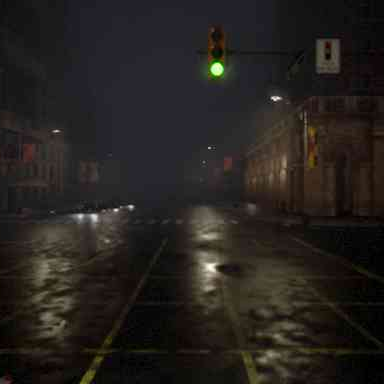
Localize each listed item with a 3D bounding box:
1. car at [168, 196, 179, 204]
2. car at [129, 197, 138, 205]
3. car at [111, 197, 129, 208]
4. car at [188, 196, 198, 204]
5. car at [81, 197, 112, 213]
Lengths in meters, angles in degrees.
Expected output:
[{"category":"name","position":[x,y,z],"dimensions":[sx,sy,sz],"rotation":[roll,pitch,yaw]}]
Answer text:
[{"category":"car","position":[-3.322,1.386,60.512],"dimensions":[2.128,1.511,4.902],"rotation":[0,0,1]},{"category":"car","position":[-10.370,1.503,55.889],"dimensions":[1.895,1.301,4.718],"rotation":[0,0,1]},{"category":"car","position":[-10.528,1.398,45.608],"dimensions":[1.882,1.535,5.008],"rotation":[0,0,1]},{"category":"car","position":[0.178,1.387,60.477],"dimensions":[2.128,1.511,4.902],"rotation":[0,0,1]},{"category":"car","position":[-10.591,1.537,36.524],"dimensions":[1.895,1.301,4.718],"rotation":[0,0,0]}]
